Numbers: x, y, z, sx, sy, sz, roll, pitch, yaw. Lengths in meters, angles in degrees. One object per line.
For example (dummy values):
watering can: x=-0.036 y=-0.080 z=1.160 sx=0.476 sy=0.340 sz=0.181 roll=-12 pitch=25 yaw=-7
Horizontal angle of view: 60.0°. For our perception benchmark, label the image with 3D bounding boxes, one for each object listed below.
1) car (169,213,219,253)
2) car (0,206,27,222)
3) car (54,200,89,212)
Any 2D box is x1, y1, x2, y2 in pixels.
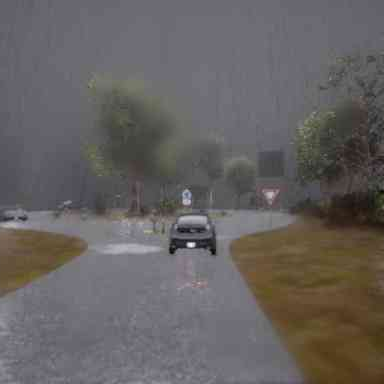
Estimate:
car: x=0.141 y=1.647 z=14.304 sx=1.837 sy=1.490 sz=4.892 roll=0 pitch=0 yaw=4
car: x=-16.224 y=1.888 z=29.638 sx=1.895 sy=1.301 sz=4.718 roll=0 pitch=-1 yaw=-41
car: x=-16.987 y=1.963 z=47.095 sx=1.837 sy=1.490 sz=4.892 roll=-1 pitch=-1 yaw=37
